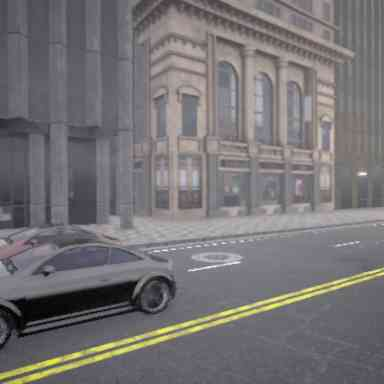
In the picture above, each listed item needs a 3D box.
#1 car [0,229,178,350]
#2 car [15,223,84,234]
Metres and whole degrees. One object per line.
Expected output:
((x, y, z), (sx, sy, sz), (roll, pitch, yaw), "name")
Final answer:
((-2.344, 1.563, 6.003), (4.181, 1.385, 1.994), (0, 0, -35), "car")
((-3.932, 1.563, 8.862), (4.181, 1.385, 1.994), (0, 0, -35), "car")
